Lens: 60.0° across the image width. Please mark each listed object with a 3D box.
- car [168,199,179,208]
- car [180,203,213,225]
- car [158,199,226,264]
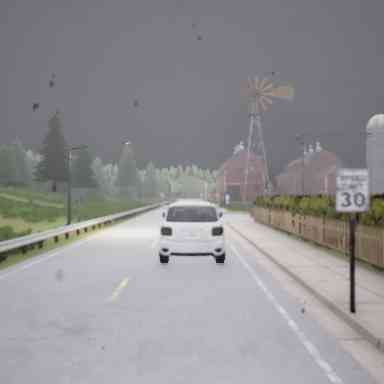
[{"bbox_3d":[-3.508,2.157,62.834,1.837,1.490,4.892,0,-1,0],"label":"car"},{"bbox_3d":[0.495,1.802,28.394,1.837,1.490,4.892,-1,0,12],"label":"car"},{"bbox_3d":[0.015,1.356,12.551,2.150,2.045,5.566,0,0,0],"label":"car"}]
